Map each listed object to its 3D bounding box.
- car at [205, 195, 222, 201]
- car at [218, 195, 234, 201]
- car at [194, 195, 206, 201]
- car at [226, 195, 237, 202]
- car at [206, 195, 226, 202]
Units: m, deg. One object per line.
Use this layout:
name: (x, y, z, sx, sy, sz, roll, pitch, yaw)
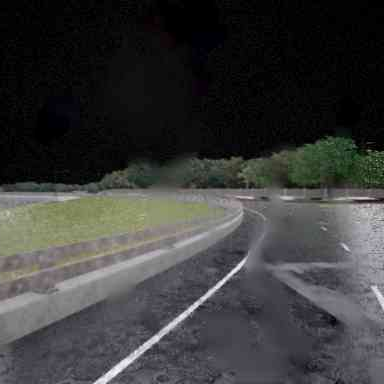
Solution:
car: (5.341, 1.513, 83.836, 2.033, 1.411, 5.357, 1, 0, -24)
car: (8.592, 1.477, 85.134, 1.882, 1.535, 5.008, 1, 0, -24)
car: (2.092, 1.446, 82.537, 1.837, 1.490, 4.892, 1, 0, -24)
car: (8.473, 1.606, 74.653, 1.994, 1.385, 4.181, 1, 0, -19)
car: (5.257, 1.583, 73.249, 1.994, 1.385, 4.181, 1, 0, -16)
